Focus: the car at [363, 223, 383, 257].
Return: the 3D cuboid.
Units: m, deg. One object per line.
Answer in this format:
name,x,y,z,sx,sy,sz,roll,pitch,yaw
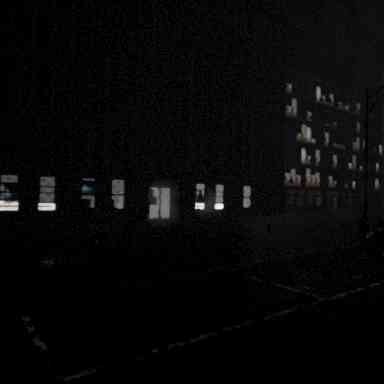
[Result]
car,8.161,1.590,12.385,4.097,1.590,1.967,1,0,-36
